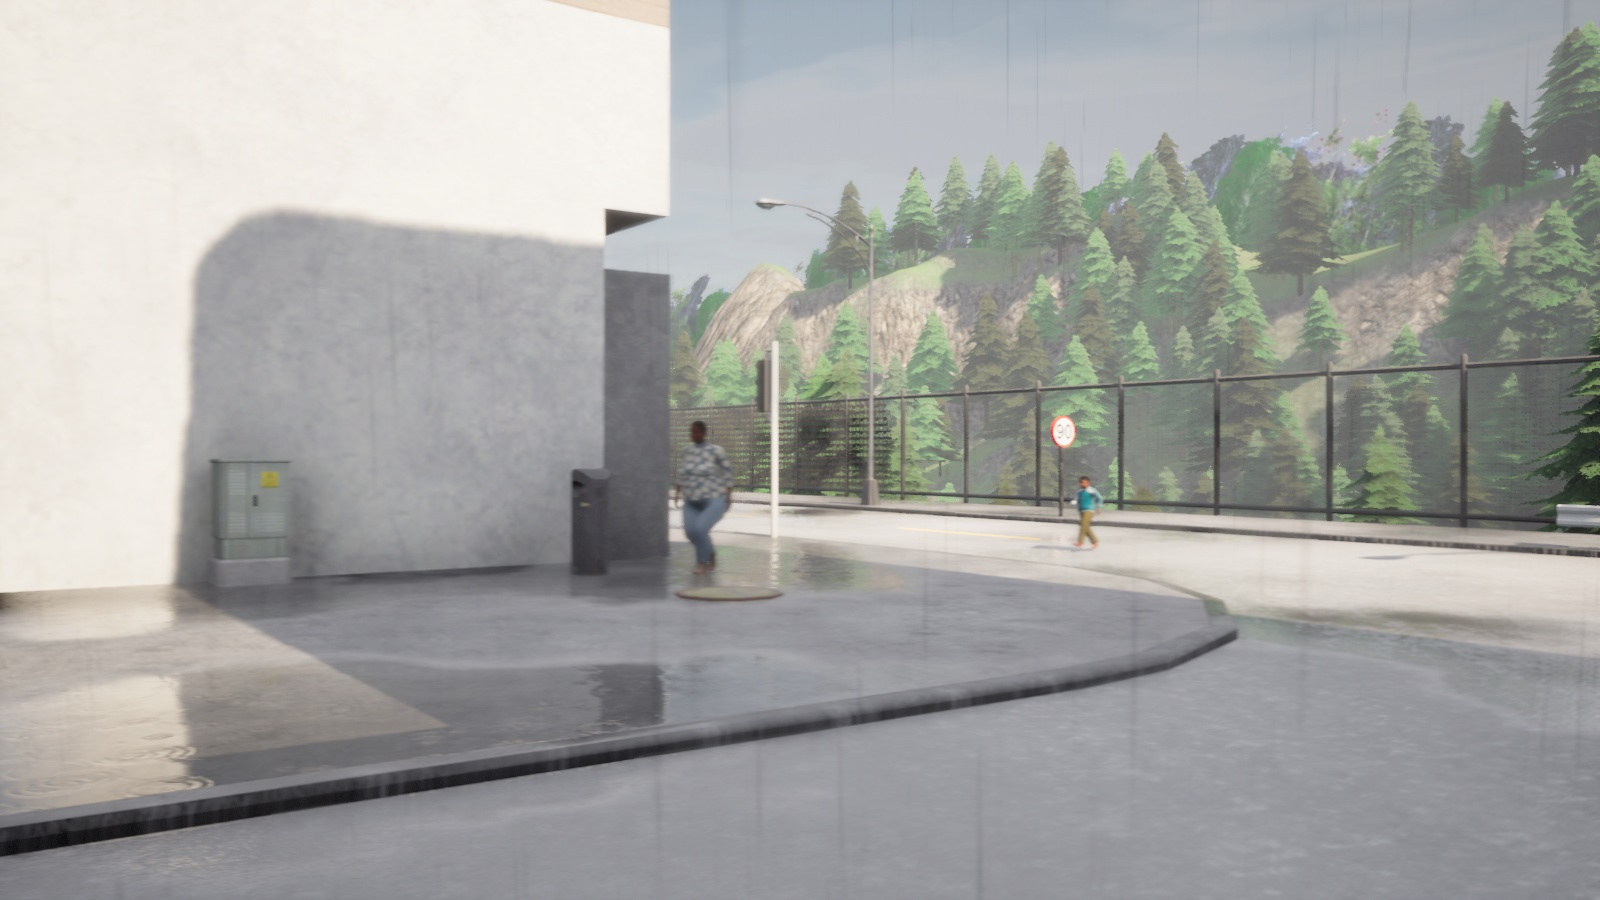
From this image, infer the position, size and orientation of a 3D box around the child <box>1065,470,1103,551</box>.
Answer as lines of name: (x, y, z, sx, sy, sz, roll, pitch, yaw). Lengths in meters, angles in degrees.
child: (4.283, 0.906, 18.966, 0.448, 1.192, 0.343, 0, 0, -35)

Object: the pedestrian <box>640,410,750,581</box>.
pedestrian: (-1.183, 0.500, 14.231, 0.874, 1.855, 0.900, 0, 0, 30)
